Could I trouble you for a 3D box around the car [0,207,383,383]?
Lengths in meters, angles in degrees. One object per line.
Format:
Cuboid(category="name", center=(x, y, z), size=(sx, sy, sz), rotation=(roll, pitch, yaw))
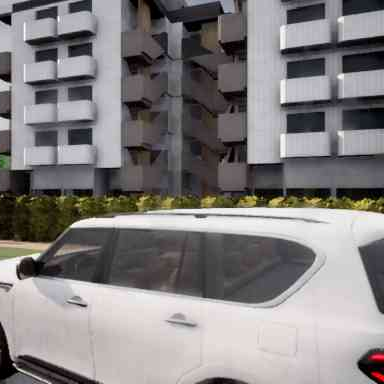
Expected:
Cuboid(category="car", center=(-0.404, 1.213, 3.870), size=(5.566, 2.045, 2.150), rotation=(-1, -1, 32))
